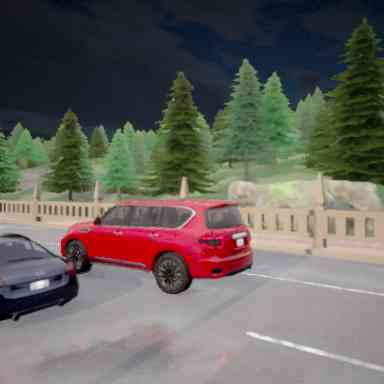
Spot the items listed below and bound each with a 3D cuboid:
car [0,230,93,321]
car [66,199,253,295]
[{"bbox_3d":[-4.245,1.544,6.810,4.181,1.385,1.994,0,0,35],"label":"car"},{"bbox_3d":[-1.136,1.204,8.915,5.566,2.045,2.150,0,0,35],"label":"car"}]
